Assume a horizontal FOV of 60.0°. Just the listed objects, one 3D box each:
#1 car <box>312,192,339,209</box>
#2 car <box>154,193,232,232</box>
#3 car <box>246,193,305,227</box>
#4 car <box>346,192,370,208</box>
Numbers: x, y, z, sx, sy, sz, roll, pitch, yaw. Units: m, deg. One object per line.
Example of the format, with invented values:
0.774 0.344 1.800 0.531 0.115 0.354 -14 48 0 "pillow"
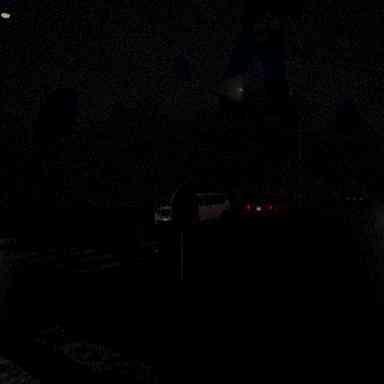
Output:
16.972 1.030 42.126 2.150 2.045 5.566 0 0 37 "car"
0.247 1.073 19.303 2.150 2.045 5.566 0 0 36 "car"
5.455 1.061 21.438 2.150 2.045 5.566 0 0 36 "car"
22.112 1.048 44.265 2.150 2.045 5.566 0 0 36 "car"
